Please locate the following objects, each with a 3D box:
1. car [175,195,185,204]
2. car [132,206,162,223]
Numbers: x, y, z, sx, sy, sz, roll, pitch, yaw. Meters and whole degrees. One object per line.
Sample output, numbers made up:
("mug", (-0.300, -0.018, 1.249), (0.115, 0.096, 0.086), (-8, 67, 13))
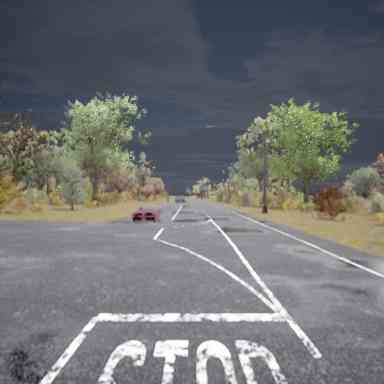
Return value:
("car", (-2.937, 1.889, 83.122), (2.150, 2.045, 5.566), (0, 0, 6))
("car", (-3.514, 1.734, 26.296), (1.895, 1.301, 4.718), (1, -2, 0))
